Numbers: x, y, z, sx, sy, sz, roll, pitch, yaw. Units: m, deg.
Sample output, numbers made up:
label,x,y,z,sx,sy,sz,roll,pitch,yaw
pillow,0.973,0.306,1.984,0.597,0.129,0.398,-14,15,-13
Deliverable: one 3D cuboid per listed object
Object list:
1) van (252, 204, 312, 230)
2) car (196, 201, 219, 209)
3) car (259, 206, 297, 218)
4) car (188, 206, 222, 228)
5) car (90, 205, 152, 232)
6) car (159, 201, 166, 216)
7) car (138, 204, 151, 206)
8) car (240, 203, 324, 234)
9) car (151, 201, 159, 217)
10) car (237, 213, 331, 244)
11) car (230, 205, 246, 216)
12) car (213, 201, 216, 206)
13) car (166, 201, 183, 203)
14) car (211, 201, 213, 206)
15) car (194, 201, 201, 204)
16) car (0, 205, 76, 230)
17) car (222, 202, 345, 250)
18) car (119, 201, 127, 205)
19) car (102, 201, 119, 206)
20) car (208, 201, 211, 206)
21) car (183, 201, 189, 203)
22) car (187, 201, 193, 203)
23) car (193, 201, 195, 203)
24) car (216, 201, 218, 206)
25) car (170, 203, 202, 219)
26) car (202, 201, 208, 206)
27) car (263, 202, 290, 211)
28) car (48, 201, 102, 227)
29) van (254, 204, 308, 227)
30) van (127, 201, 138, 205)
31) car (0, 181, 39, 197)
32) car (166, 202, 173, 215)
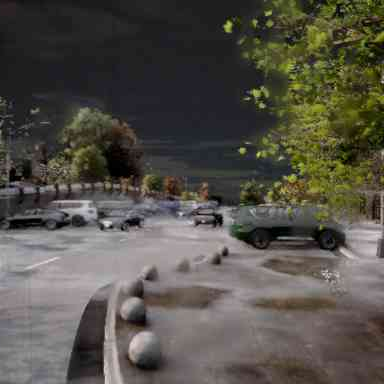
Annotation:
label,x,y,z,sx,sy,sz,roll,pitch,yaw
van,7.540,2.064,28.033,4.442,1.987,1.878,2,-1,-6
car,4.041,3.324,85.160,5.566,2.045,2.435,0,-1,-6
car,12.350,2.872,48.104,4.792,1.488,2.163,2,-1,-6
car,1.498,2.206,28.623,2.128,1.511,4.902,1,-1,14
car,-4.973,1.989,24.110,2.128,1.511,4.902,1,-1,14
car,-6.035,2.315,44.104,4.553,1.767,2.185,0,-1,-6
car,-7.520,2.279,38.238,4.892,1.521,2.231,0,-2,-6
car,6.691,1.953,25.137,5.566,2.045,2.435,2,-1,-6
car,-6.752,2.234,41.162,4.553,1.767,2.185,0,-1,-6
car,5.270,2.073,19.378,4.792,1.488,2.163,2,-1,-6
car,7.102,2.823,51.361,1.882,1.535,5.008,1,-2,14
car,2.650,3.288,79.304,4.553,1.767,2.185,0,-1,-6
car,-4.646,2.352,49.969,5.566,2.045,2.435,0,-1,-6
car,1.863,3.207,76.370,4.553,1.767,2.185,0,-2,-6
car,-1.753,2.676,61.705,5.566,2.045,2.435,0,-1,-6
car,-11.155,1.898,23.553,4.792,1.488,2.163,0,-1,-6
car,4.616,1.714,16.544,5.566,2.045,2.435,2,-1,-6
car,-8.994,1.989,32.376,4.553,1.767,2.185,0,-2,-6
car,-9.659,1.782,29.456,5.566,2.045,2.435,0,-2,-6
car,1.144,3.125,73.430,4.553,1.767,2.185,0,-2,-6
car,-3.710,2.682,52.923,5.366,1.575,1.946,0,-2,-6
car,-3.137,2.514,55.839,5.566,2.045,2.435,0,-2,-6
car,-2.436,2.847,58.755,4.892,1.521,2.231,0,-1,-6
car,3.336,3.495,82.234,4.892,1.521,2.231,0,-2,-6
car,-0.695,2.476,41.051,2.128,1.511,4.902,1,-1,14
car,-0.247,2.838,67.580,5.566,2.045,2.435,0,-2,-6
car,20.206,3.466,79.718,5.566,2.045,2.435,2,-1,-6
car,-10.431,1.699,26.496,5.566,2.045,2.435,0,-1,-6
van,8.250,2.144,30.905,4.442,1.987,1.878,2,-1,-6
van,-8.351,1.970,35.291,4.442,1.987,1.878,0,-1,-6
car,-16.397,-0.338,31.338,1.994,1.385,4.181,1,3,14
car,-5.310,2.552,47.035,4.792,1.488,2.163,0,-2,-6
